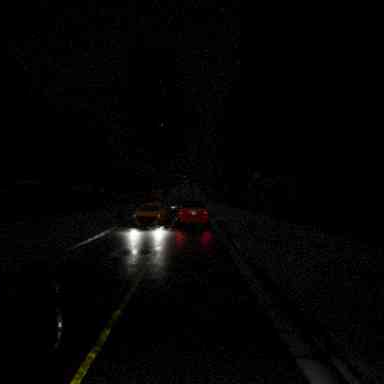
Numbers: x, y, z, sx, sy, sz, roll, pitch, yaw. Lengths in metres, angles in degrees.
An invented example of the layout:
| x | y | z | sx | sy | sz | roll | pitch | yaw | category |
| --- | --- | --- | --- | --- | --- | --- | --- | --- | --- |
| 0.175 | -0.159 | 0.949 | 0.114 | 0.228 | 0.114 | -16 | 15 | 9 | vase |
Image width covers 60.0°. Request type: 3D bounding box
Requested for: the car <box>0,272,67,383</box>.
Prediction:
| x | y | z | sx | sy | sz | roll | pitch | yaw | category |
| --- | --- | --- | --- | --- | --- | --- | --- | --- | --- |
| -2.825 | 1.562 | 3.188 | 1.994 | 1.385 | 4.181 | 0 | 0 | 0 | car |

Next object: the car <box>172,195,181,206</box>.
| x | y | z | sx | sy | sz | roll | pitch | yaw | category |
| --- | --- | --- | --- | --- | --- | --- | --- | --- | --- |
| -2.740 | 1.688 | 65.684 | 2.150 | 2.045 | 5.566 | 0 | -1 | 0 | car |

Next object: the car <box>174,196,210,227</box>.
| x | y | z | sx | sy | sz | roll | pitch | yaw | category |
| --- | --- | --- | --- | --- | --- | --- | --- | --- | --- |
| 0.105 | 1.376 | 23.211 | 2.097 | 1.767 | 4.553 | 0 | 0 | 0 | car |

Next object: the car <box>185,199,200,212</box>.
| x | y | z | sx | sy | sz | roll | pitch | yaw | category |
| --- | --- | --- | --- | --- | --- | --- | --- | --- | --- |
| 0.109 | 1.677 | 42.807 | 1.837 | 1.490 | 4.892 | 0 | -1 | 0 | car |

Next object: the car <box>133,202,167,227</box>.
| x | y | z | sx | sy | sz | roll | pitch | yaw | category |
| --- | --- | --- | --- | --- | --- | --- | --- | --- | --- |
| -2.845 | 1.502 | 23.109 | 1.882 | 1.535 | 5.008 | 0 | 0 | 0 | car |
